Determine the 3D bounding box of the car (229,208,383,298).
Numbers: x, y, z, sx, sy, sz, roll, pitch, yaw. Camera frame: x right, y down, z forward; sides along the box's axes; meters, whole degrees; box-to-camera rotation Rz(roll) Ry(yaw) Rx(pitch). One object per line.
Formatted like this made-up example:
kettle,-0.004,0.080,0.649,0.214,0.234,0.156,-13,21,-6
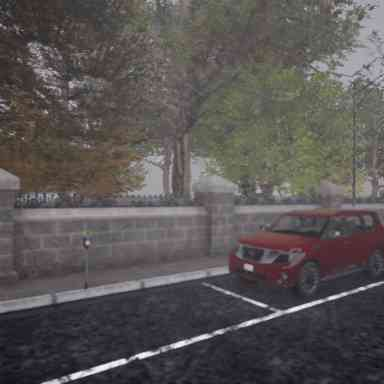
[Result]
car,3.321,1.398,8.917,5.009,1.841,2.192,1,0,-35
